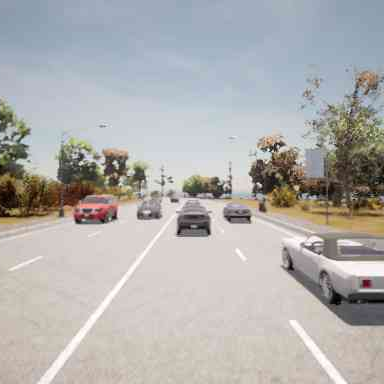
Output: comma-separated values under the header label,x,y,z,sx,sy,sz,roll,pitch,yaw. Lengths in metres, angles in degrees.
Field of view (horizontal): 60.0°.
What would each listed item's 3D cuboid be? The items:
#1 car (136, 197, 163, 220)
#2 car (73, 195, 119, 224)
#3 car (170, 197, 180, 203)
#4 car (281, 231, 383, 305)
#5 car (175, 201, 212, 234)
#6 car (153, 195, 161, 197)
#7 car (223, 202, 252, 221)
label,x,y,z,sx,sy,sz,roll,pitch,yaw
car,-3.586,1.497,28.672,2.128,1.511,4.902,0,0,0
car,-7.091,1.226,25.172,2.150,2.045,5.566,0,0,0
car,-3.572,1.604,70.146,1.895,1.301,4.718,0,0,-1
car,3.601,1.602,8.015,1.895,1.301,4.718,0,0,0
car,0.105,1.508,19.366,1.837,1.490,4.892,0,0,0
car,-7.018,1.392,66.428,2.097,1.767,4.553,0,0,0
car,3.611,1.552,27.136,2.033,1.411,5.357,0,0,0
